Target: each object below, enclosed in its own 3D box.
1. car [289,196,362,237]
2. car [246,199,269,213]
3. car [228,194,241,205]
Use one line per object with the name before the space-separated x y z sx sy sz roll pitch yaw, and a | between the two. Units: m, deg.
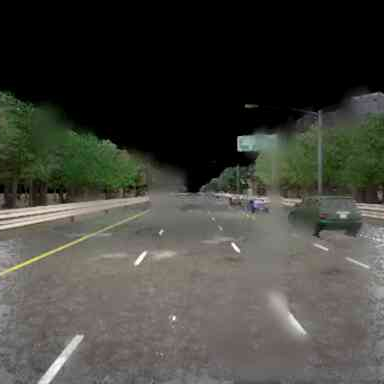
car | 7.022 1.220 18.088 2.150 2.045 5.566 0 0 0
car | 7.081 1.519 36.140 1.812 1.442 4.674 0 0 0
car | 7.173 1.494 55.976 1.812 1.442 4.674 0 0 0
